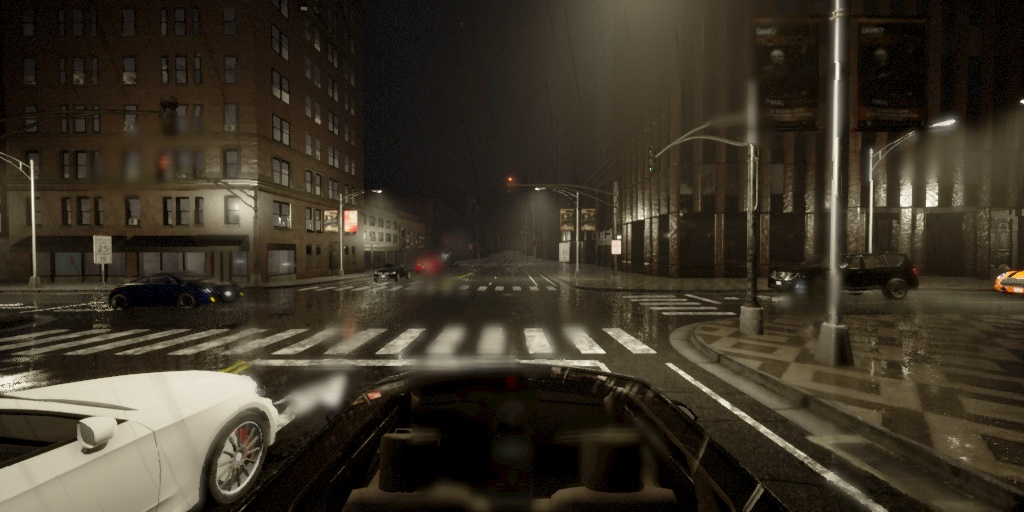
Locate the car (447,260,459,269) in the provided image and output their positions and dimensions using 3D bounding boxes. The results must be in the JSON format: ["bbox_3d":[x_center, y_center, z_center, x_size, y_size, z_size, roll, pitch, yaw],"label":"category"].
[{"bbox_3d":[-9.638,1.299,57.515,2.033,1.411,5.357,0,0,0],"label":"car"}]

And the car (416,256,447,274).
[{"bbox_3d":[-9.715,0.975,42.700,2.150,2.045,5.566,0,0,0],"label":"car"}]

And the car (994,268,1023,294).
[{"bbox_3d":[25.181,0.958,16.259,4.553,1.767,2.097,0,1,0],"label":"car"}]

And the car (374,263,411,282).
[{"bbox_3d":[-9.761,1.278,29.577,1.812,1.442,4.674,0,0,1],"label":"car"}]

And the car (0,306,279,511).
[{"bbox_3d":[-3.159,1.276,1.425,1.812,1.442,4.674,0,0,2],"label":"car"}]

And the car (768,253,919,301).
[{"bbox_3d":[14.868,0.868,16.250,5.566,2.045,2.150,0,1,1],"label":"car"}]

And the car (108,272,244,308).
[{"bbox_3d":[-13.114,1.327,14.147,4.181,1.385,1.994,-1,0,2],"label":"car"}]
